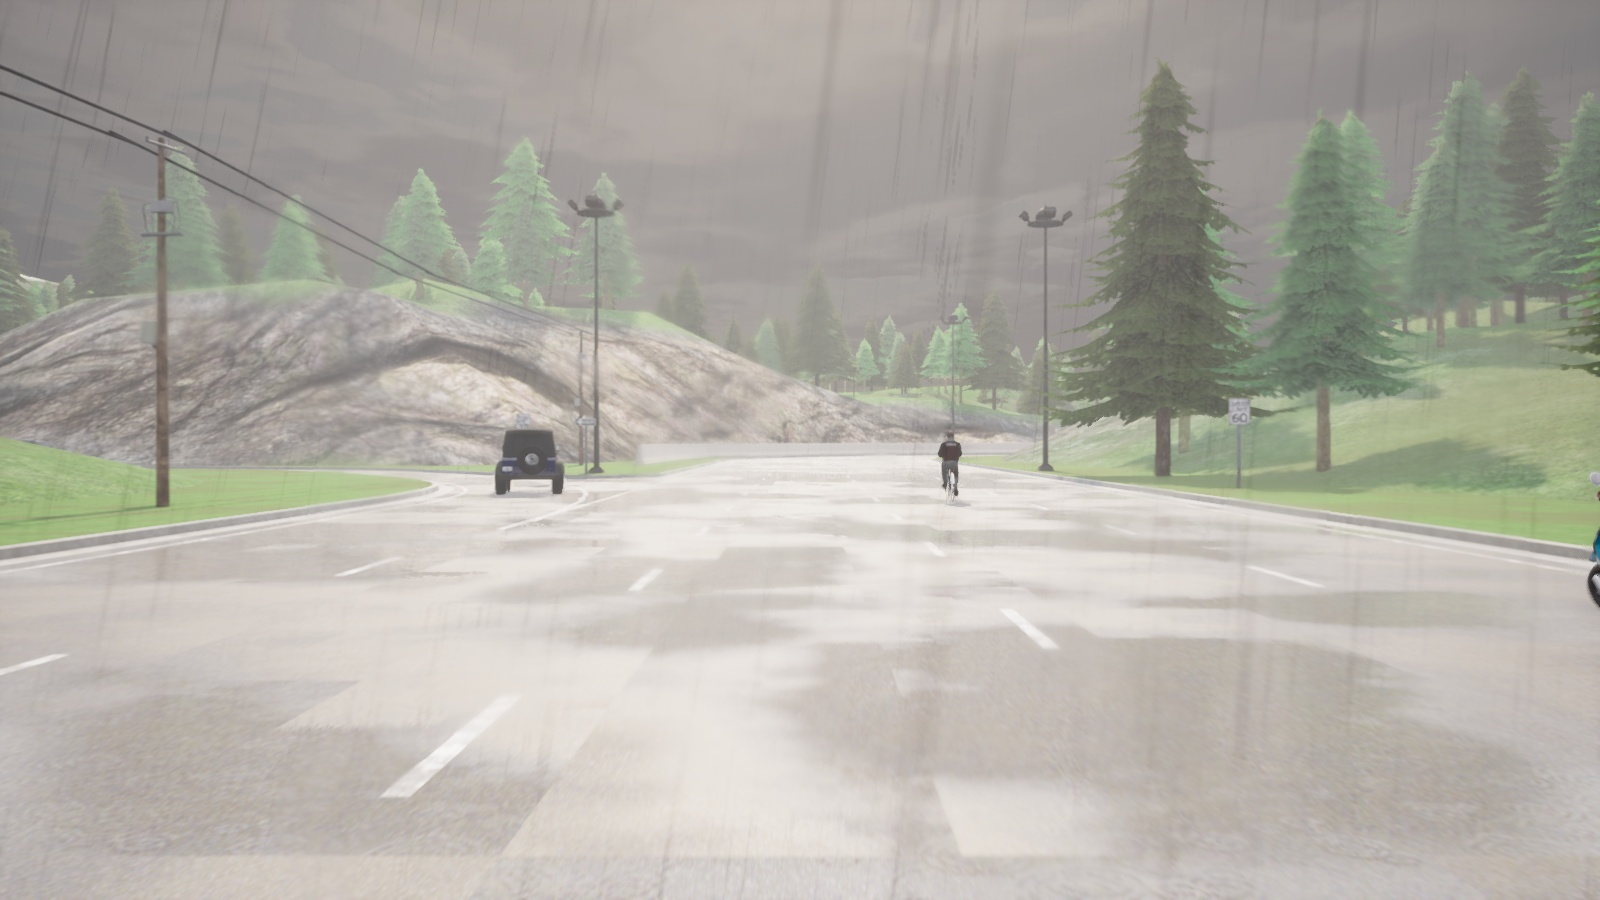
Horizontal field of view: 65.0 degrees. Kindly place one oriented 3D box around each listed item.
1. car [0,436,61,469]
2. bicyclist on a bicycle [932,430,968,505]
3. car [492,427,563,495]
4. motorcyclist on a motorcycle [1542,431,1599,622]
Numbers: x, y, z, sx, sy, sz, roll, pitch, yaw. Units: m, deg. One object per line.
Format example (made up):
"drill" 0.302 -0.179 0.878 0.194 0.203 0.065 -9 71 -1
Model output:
"car" -43.147 0.111 68.422 4.553 1.767 2.097 0 0 3
"bicyclist on a bicycle" 3.691 0.412 30.997 0.659 1.776 1.843 0 1 0
"car" -7.908 0.290 36.718 1.905 1.878 3.866 0 0 -10
"motorcyclist on a motorcycle" 7.074 0.636 10.327 0.866 1.590 1.817 0 0 0
